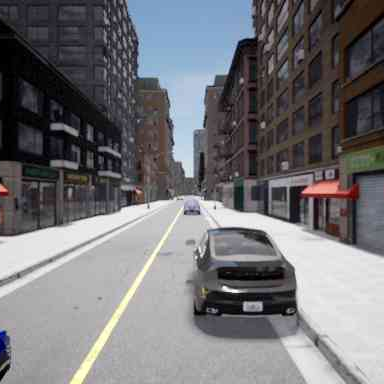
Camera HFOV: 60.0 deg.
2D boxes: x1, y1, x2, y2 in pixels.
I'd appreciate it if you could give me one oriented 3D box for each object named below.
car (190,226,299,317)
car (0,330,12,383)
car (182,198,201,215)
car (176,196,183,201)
[{"bbox_3d":[0.944,1.546,7.592,1.837,1.490,4.892,0,0,0],"label":"car"},{"bbox_3d":[-2.749,1.608,1.130,1.895,1.301,4.718,0,0,0],"label":"car"},{"bbox_3d":[0.018,1.726,36.748,2.033,1.411,5.357,0,0,0],"label":"car"},{"bbox_3d":[-2.895,1.658,82.585,1.882,1.535,5.008,0,0,0],"label":"car"}]
